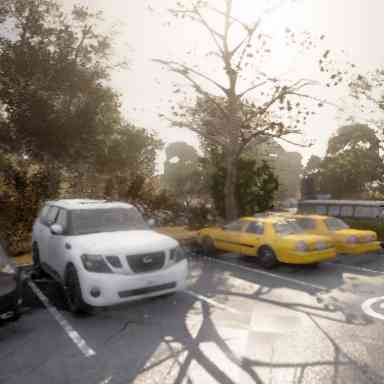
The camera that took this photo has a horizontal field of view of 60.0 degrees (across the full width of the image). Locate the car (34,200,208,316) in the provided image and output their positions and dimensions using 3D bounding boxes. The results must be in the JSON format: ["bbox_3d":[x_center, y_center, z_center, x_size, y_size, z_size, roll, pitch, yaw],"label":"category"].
[{"bbox_3d":[-2.341,1.235,8.119,2.435,2.045,5.566,0,0,-36],"label":"car"}]

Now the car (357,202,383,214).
[{"bbox_3d":[26.940,2.263,47.875,2.033,1.411,5.357,-1,1,-35],"label":"car"}]

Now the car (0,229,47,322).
[{"bbox_3d":[-4.625,1.483,6.511,2.231,1.521,4.892,0,0,-36],"label":"car"}]

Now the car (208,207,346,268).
[{"bbox_3d":[2.198,1.523,11.599,1.946,1.575,5.366,1,0,-35],"label":"car"}]

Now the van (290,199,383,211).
[{"bbox_3d":[6.825,1.364,14.510,1.878,1.987,4.442,1,-1,-35],"label":"van"}]

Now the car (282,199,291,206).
[{"bbox_3d":[17.854,2.016,61.114,1.812,1.442,4.674,-1,1,-30],"label":"car"}]

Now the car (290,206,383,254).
[{"bbox_3d":[4.369,1.551,13.138,1.946,1.575,5.366,1,-1,-35],"label":"car"}]

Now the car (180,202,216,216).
[{"bbox_3d":[0.621,2.028,39.810,1.895,1.301,4.718,-1,2,-35],"label":"car"}]
